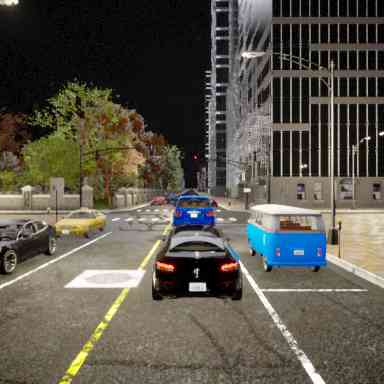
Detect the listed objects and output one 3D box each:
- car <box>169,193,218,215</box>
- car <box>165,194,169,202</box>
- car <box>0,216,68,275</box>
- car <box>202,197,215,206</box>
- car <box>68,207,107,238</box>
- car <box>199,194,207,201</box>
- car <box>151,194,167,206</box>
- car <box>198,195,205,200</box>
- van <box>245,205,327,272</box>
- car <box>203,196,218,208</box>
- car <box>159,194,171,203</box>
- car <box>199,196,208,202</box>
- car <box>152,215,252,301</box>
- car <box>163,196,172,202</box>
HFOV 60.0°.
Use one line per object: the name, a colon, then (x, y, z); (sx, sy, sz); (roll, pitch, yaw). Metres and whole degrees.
car: (0.098, 1.214, 18.559); (2.150, 2.045, 5.566); (0, 0, 0)
car: (-5.698, 1.520, 59.969); (2.008, 1.369, 4.403); (0, 0, 0)
car: (-5.770, 1.562, 10.481); (1.947, 1.339, 4.313); (0, 0, 0)
car: (2.684, 1.538, 54.290); (1.947, 1.339, 4.313); (0, 0, 0)
car: (-5.820, 1.518, 17.716); (1.752, 1.417, 4.829); (0, 0, 0)
car: (2.680, 1.388, 82.696); (1.967, 1.590, 4.097); (0, 0, 0)
car: (-5.697, 1.517, 54.286); (1.887, 1.381, 4.507); (0, 0, 0)
car: (2.678, 1.453, 94.232); (1.752, 1.417, 4.829); (0, 0, 0)
van: (2.773, 1.337, 10.484); (1.690, 1.788, 3.998); (0, 0, 0)
car: (2.685, 1.416, 48.610); (1.967, 1.590, 4.097); (0, 0, 0)
car: (-5.699, 1.277, 71.335); (2.192, 1.841, 5.009); (0, 0, 0)
car: (2.680, 1.521, 77.015); (1.947, 1.339, 4.313); (0, 0, 0)
car: (0.102, 1.523, 8.209); (1.812, 1.442, 4.674); (0, 0, 0)
car: (-5.701, 1.538, 77.017); (1.802, 1.307, 4.206); (0, 0, 0)
